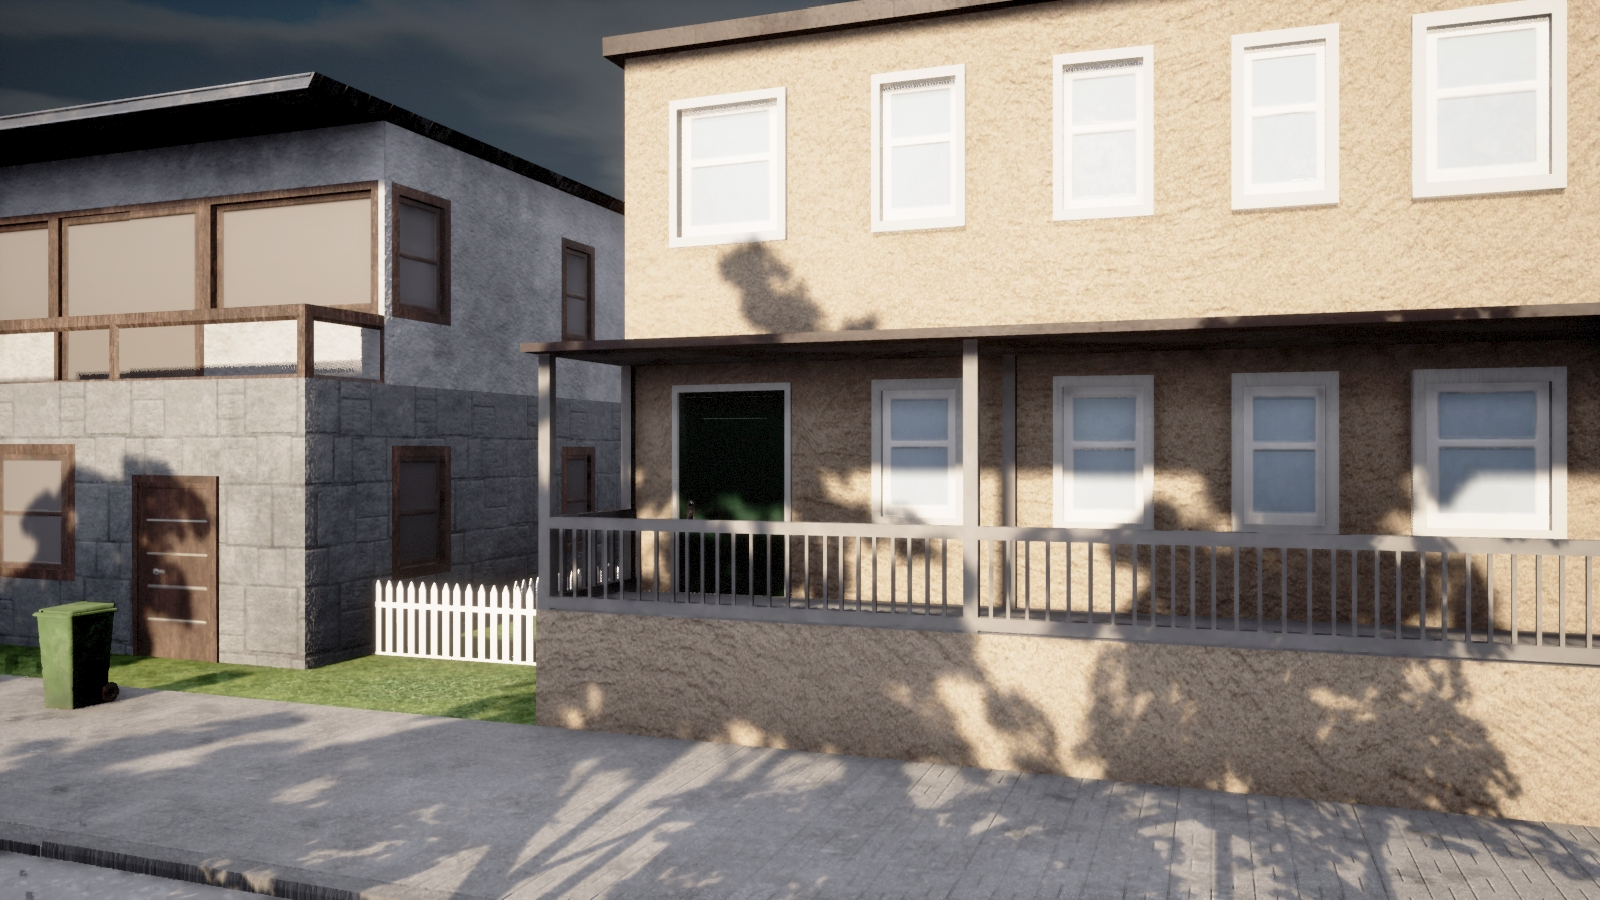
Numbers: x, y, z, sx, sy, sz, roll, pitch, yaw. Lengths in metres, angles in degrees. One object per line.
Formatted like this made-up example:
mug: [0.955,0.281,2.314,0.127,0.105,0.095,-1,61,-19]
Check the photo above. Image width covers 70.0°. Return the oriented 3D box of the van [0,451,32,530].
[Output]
van: [-27.753,1.329,35.973,1.988,2.561,5.915,0,0,20]

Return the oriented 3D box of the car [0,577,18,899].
car: [-6.872,1.647,6.272,4.605,1.855,1.932,0,0,20]
